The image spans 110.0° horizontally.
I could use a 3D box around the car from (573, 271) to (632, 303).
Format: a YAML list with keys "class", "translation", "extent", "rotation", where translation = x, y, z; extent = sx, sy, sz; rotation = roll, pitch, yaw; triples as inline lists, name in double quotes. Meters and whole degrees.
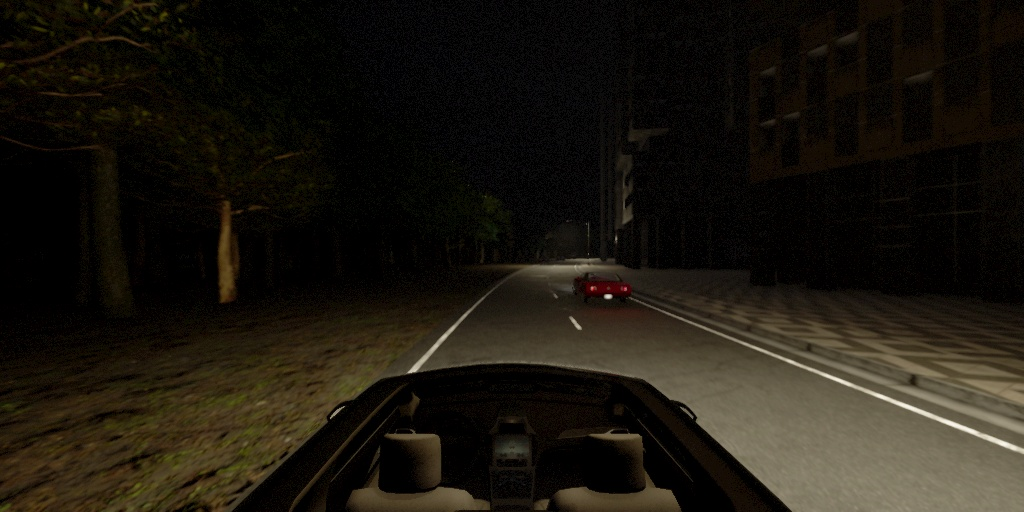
- class: "car"
  translation: [4.007, 1.360, 16.752]
  extent: [1.895, 1.301, 4.718]
  rotation: [0, 0, 3]
